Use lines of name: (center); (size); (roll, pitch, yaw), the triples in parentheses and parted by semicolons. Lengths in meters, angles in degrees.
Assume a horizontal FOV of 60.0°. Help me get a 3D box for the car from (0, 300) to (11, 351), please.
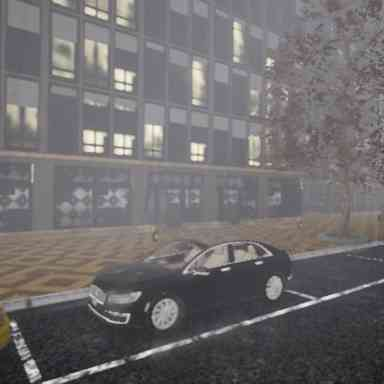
car: (-4.576, 1.512, 3.290); (4.829, 1.417, 1.752); (0, 0, -36)

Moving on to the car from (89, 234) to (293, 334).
car: (0.195, 1.578, 6.699); (4.403, 1.369, 2.008); (0, 0, -36)
